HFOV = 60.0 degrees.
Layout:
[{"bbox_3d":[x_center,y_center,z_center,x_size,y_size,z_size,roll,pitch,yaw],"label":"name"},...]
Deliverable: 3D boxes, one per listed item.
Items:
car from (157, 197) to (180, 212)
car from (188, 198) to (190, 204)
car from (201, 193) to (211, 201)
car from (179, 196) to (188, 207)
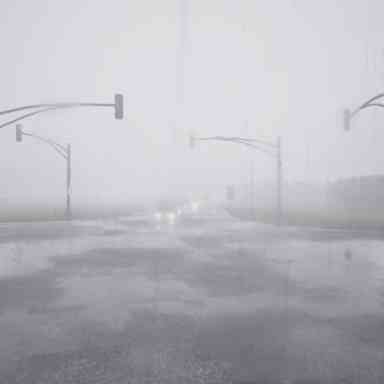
[{"bbox_3d":[-2.822,1.598,38.266,1.895,1.301,4.718,0,0,3],"label":"car"},{"bbox_3d":[-1.521,1.469,61.719,2.128,1.511,4.902,0,0,4],"label":"car"},{"bbox_3d":[3.340,1.187,79.101,2.150,2.045,5.566,0,0,5],"label":"car"},{"bbox_3d":[-2.262,1.483,49.661,2.128,1.511,4.902,0,0,3],"label":"car"}]
